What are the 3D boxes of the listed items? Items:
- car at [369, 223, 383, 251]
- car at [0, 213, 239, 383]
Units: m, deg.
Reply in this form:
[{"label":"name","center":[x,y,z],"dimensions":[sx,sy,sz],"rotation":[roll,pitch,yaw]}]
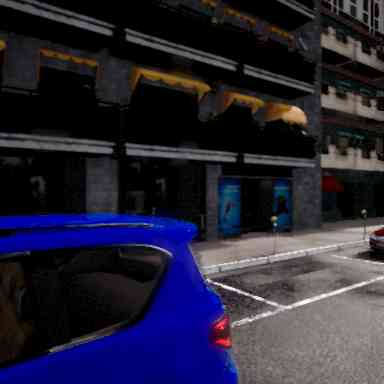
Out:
[{"label":"car","center":[8.366,1.535,12.528],"dimensions":[4.206,1.307,1.802],"rotation":[0,0,-36]},{"label":"car","center":[-2.237,1.225,1.776],"dimensions":[5.566,2.045,2.150],"rotation":[0,0,-36]}]
